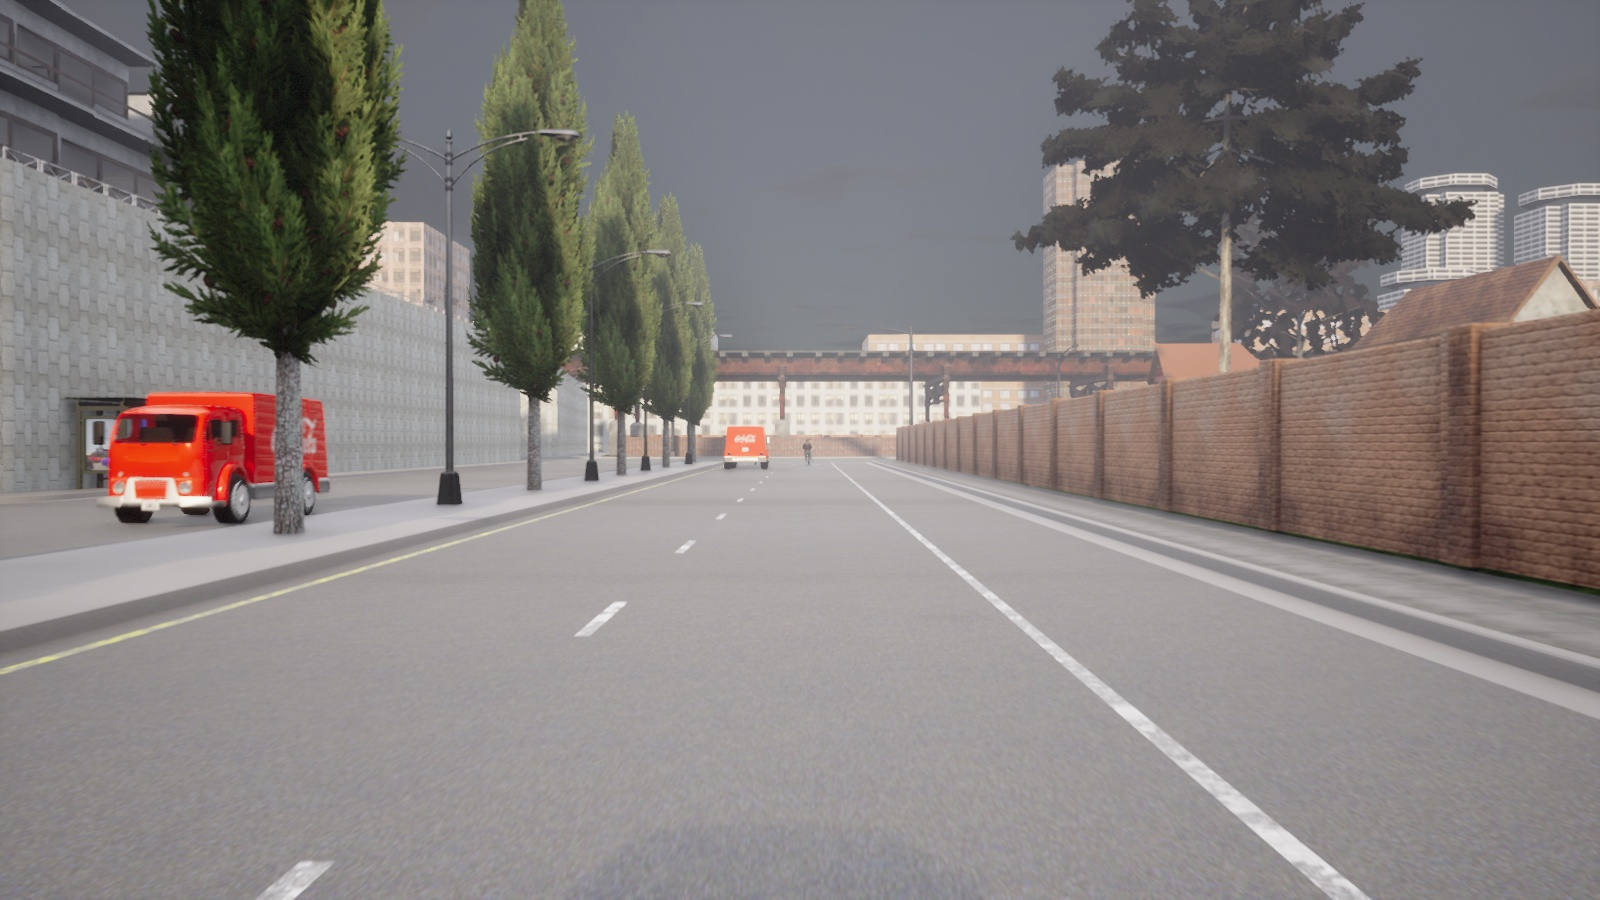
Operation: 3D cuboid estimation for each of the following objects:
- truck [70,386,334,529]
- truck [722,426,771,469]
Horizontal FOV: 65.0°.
[{"bbox_3d":[-11.345,0.107,24.386,2.627,2.467,5.204,0,0,0],"label":"truck"},{"bbox_3d":[-3.067,-0.156,73.315,2.627,2.467,5.204,0,0,0],"label":"truck"}]
